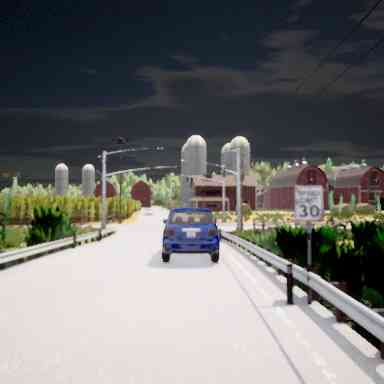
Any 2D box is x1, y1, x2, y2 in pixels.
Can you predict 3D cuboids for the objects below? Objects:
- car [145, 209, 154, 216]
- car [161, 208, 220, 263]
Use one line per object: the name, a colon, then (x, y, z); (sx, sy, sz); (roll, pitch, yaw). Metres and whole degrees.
car: (-9.708, 4.609, 75.005); (1.812, 1.442, 4.674); (0, -2, -8)
car: (-0.085, 1.709, 14.122); (2.150, 2.045, 5.566); (0, -3, -1)
